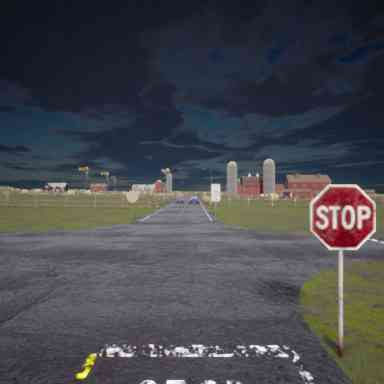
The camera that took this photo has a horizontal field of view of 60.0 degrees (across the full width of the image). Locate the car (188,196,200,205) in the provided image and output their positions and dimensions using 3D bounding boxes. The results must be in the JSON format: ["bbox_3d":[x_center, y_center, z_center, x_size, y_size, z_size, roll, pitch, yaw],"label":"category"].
[{"bbox_3d":[0.365,1.534,60.551,1.812,1.442,4.674,0,0,0],"label":"car"}]

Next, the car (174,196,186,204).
[{"bbox_3d":[-2.357,1.515,65.603,1.837,1.490,4.892,0,0,0],"label":"car"}]
